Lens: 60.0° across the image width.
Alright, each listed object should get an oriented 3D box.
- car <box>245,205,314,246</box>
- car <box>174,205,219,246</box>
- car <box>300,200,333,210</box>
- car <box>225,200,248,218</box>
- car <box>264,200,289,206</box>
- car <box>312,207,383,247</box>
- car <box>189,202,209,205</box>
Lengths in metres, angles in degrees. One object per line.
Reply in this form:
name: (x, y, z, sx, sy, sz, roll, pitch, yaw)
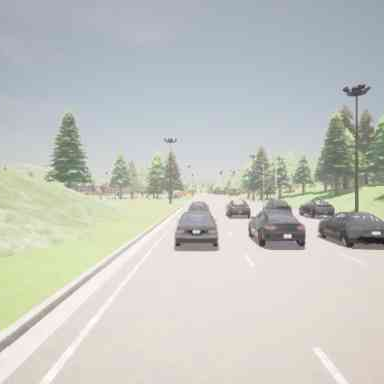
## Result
car: (3.726, 1.530, 15.041, 1.812, 1.442, 4.674, 0, 0, 1)
car: (0.227, 1.560, 15.130, 2.033, 1.411, 5.357, 0, 0, 1)
car: (11.102, 1.493, 29.860, 2.128, 1.511, 4.902, 0, 0, 1)
car: (4.104, 1.493, 30.037, 2.128, 1.511, 4.902, 0, 0, 1)
car: (7.603, 1.514, 29.948, 1.837, 1.490, 4.892, 0, 0, 1)
car: (7.225, 1.570, 14.953, 1.994, 1.385, 4.181, 0, 0, 1)
car: (0.605, 1.570, 30.125, 1.994, 1.385, 4.181, 0, 0, 1)
